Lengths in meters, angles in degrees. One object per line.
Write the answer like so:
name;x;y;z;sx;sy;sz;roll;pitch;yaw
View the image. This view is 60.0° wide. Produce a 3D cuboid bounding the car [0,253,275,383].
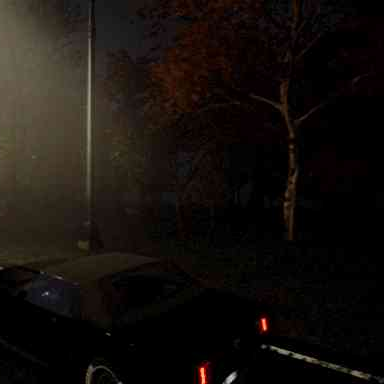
car;-1.407;1.567;4.689;4.718;1.301;1.895;1;1;35
